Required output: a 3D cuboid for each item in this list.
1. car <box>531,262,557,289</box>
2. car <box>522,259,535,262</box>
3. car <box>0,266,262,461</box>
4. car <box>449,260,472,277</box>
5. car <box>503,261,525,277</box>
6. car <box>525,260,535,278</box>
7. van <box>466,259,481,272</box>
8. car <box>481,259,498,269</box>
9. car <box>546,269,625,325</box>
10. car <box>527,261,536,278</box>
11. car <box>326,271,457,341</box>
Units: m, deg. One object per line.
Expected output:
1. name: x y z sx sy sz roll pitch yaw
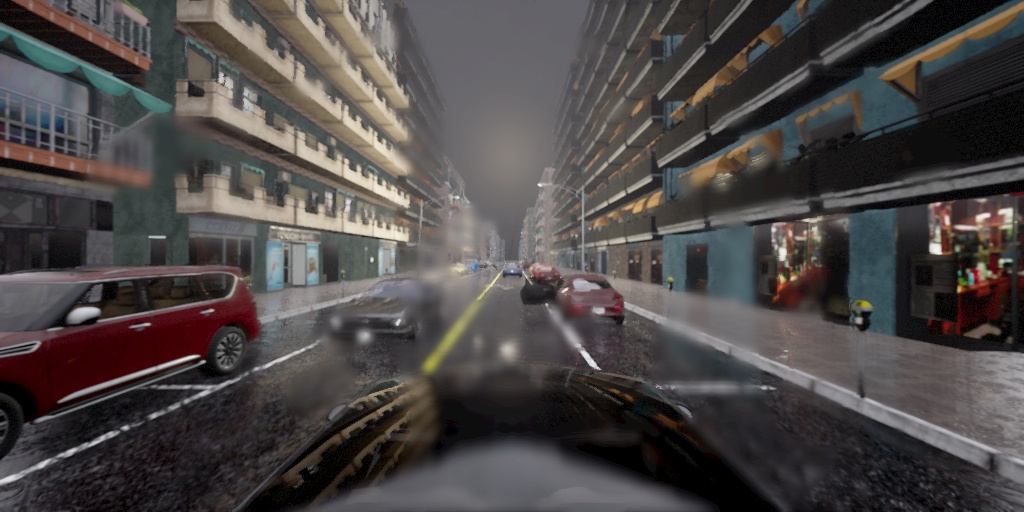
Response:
1. car: 2.696 1.410 27.322 1.888 1.381 4.507 0 0 0
2. car: 2.704 1.335 55.628 2.192 1.841 5.009 0 0 0
3. car: -5.690 1.077 4.699 2.192 1.841 5.009 0 0 0
4. car: -5.681 1.445 38.500 1.751 1.417 4.829 0 0 0
5. car: 0.063 1.479 37.776 1.994 1.385 4.181 0 0 1
6. car: 2.700 1.445 38.815 1.751 1.417 4.829 0 0 0
7. van: -5.678 1.325 49.993 1.690 1.789 3.998 0 0 0
8. car: -2.987 1.103 50.763 1.837 1.490 4.892 0 0 0
9. car: 2.355 1.319 11.966 1.812 1.442 4.674 0 0 0
10. car: 2.698 1.436 32.987 1.888 1.381 4.507 0 0 0
11. car: -3.100 1.333 10.230 2.033 1.411 5.357 0 0 0
